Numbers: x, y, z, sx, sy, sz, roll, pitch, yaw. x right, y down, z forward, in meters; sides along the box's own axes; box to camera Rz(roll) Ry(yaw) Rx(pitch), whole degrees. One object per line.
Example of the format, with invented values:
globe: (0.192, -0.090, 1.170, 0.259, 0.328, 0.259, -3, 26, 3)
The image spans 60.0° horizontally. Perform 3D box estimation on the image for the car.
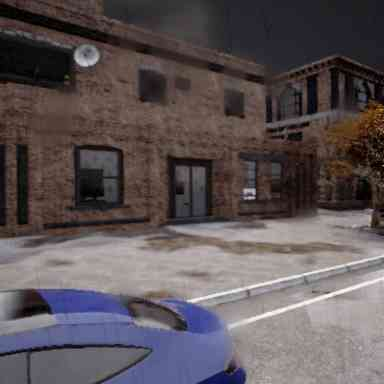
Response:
car: (-1.668, 1.526, 2.189, 4.674, 1.442, 1.812, 0, 0, -35)
